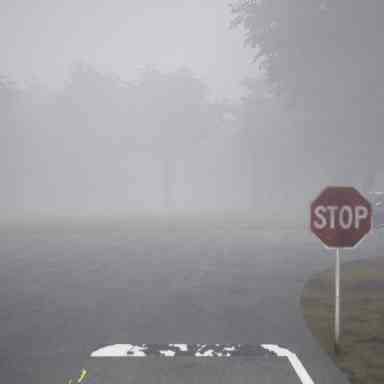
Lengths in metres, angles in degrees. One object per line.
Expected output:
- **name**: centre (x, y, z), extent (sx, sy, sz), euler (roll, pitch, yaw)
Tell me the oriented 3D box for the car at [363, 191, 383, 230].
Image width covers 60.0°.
- **car**: centre (9.132, 0.996, 16.111), extent (5.566, 2.045, 2.150), euler (-1, 1, -3)
